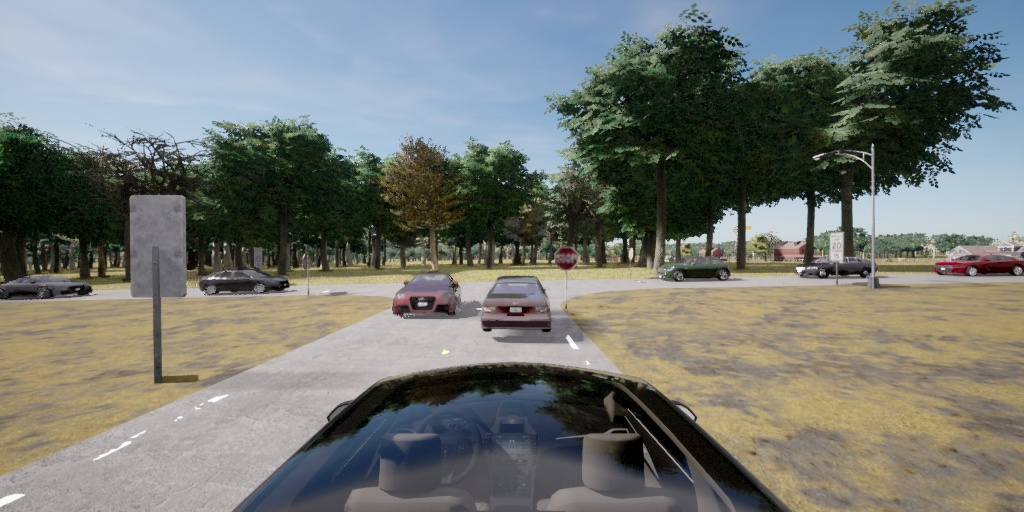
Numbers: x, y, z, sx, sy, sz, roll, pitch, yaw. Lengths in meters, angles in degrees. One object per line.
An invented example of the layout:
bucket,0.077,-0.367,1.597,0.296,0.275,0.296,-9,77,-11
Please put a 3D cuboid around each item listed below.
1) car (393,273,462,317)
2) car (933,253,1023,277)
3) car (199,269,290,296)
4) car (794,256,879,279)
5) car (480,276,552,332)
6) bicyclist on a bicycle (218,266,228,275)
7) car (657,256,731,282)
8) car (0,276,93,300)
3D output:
car,-2.916,1.311,13.137,1.994,1.385,4.181,0,0,-4
car,32.685,0.591,25.098,5.008,1.535,1.882,-1,1,0
car,-16.509,1.576,22.238,4.892,1.490,1.837,-1,1,0
car,22.604,0.770,25.120,4.902,1.511,2.128,-1,1,0
car,0.172,1.295,10.829,2.033,1.411,5.357,0,0,2
bicyclist on a bicycle,-22.625,1.603,28.221,0.582,1.620,1.656,-1,0,0
car,12.585,0.811,25.076,4.553,1.767,2.097,-1,1,-1
car,-28.968,1.924,22.261,4.181,1.385,1.994,-1,1,0
